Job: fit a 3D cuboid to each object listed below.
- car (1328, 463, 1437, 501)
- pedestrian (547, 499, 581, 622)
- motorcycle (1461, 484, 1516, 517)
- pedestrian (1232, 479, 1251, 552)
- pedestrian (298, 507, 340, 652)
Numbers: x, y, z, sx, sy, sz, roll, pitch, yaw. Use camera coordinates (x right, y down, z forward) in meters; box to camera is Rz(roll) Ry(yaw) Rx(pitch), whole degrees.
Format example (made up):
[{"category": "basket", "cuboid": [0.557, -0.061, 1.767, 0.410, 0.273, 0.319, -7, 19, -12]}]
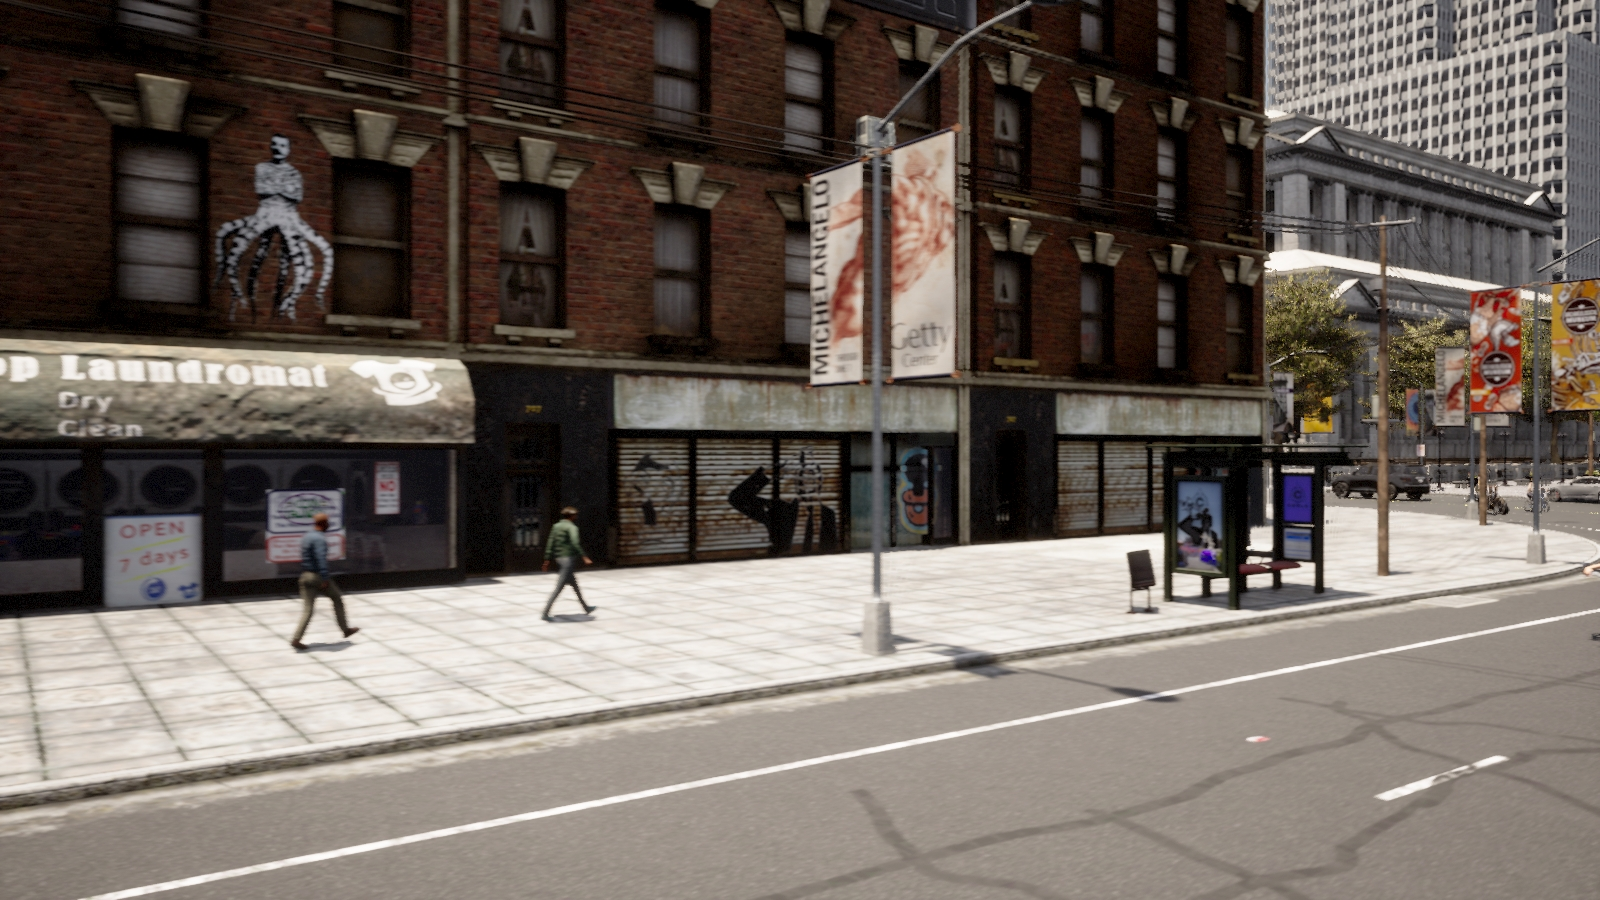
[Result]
[{"category": "car", "cuboid": [33.134, 1.780, 65.195, 2.150, 2.045, 5.566, 0, 0, -21]}, {"category": "pedestrian", "cuboid": [-3.656, 1.696, 17.700, 0.375, 1.860, 0.375, 0, 0, -44]}, {"category": "motorcycle", "cuboid": [29.773, 2.170, 49.446, 0.764, 1.277, 2.356, 0, 0, -6]}, {"category": "pedestrian", "cuboid": [11.472, 1.696, 29.701, 0.375, 1.860, 0.375, 0, 0, 36]}, {"category": "pedestrian", "cuboid": [-6.370, 1.696, 15.135, 0.375, 1.860, 0.375, 0, 0, 35]}]
